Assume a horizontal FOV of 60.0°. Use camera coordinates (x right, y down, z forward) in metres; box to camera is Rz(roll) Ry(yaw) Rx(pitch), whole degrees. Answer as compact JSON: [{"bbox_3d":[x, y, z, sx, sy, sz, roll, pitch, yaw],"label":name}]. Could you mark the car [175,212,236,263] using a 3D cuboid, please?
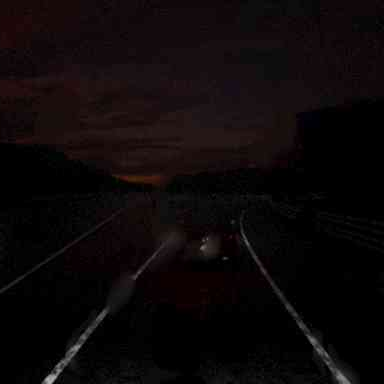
[{"bbox_3d":[0.540,1.460,11.982,1.882,1.535,5.008,0,0,4],"label":"car"}]
